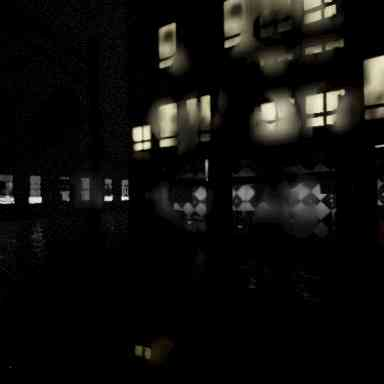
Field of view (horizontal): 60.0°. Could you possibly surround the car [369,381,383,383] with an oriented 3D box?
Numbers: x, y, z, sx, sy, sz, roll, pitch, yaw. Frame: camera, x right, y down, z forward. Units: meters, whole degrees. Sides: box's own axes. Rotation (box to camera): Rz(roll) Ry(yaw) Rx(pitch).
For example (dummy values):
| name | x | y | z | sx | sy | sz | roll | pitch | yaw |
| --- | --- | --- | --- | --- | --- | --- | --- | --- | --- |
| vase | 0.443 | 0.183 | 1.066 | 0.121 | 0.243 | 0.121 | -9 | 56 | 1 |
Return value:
| name | x | y | z | sx | sy | sz | roll | pitch | yaw |
| --- | --- | --- | --- | --- | --- | --- | --- | --- | --- |
| car | 2.875 | 1.513 | 1.006 | 4.829 | 1.417 | 1.752 | 0 | -1 | 36 |
